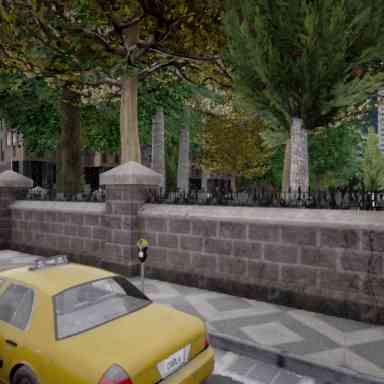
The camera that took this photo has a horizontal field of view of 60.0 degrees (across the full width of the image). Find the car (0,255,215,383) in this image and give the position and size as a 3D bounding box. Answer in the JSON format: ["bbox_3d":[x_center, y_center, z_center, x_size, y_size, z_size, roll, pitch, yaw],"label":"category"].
[{"bbox_3d":[-2.042,1.525,4.413,4.829,1.417,1.752,0,0,35],"label":"car"}]
